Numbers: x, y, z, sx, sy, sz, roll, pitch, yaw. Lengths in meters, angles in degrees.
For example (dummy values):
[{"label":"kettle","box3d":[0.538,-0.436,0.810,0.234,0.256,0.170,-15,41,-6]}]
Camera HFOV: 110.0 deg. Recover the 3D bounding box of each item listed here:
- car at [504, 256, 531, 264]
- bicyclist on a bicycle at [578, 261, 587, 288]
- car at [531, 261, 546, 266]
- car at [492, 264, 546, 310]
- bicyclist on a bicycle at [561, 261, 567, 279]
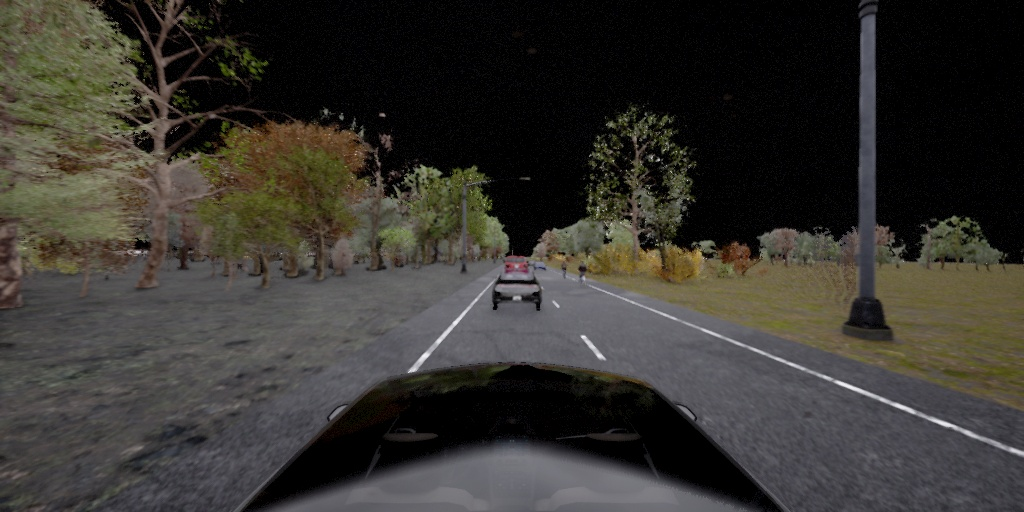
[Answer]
[{"label":"car","box3d":[0.383,1.031,33.971,2.150,2.045,5.566,0,0,1]},{"label":"bicyclist on a bicycle","box3d":[4.653,1.192,23.833,0.659,1.776,1.843,0,0,0]},{"label":"car","box3d":[4.071,1.420,54.148,2.033,1.411,5.357,0,0,0]},{"label":"car","box3d":[0.200,1.266,14.872,2.128,1.511,4.902,0,0,1]},{"label":"bicyclist on a bicycle","box3d":[4.735,1.291,32.640,0.582,1.620,1.656,0,0,0]}]
